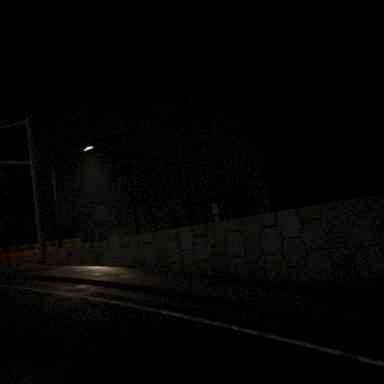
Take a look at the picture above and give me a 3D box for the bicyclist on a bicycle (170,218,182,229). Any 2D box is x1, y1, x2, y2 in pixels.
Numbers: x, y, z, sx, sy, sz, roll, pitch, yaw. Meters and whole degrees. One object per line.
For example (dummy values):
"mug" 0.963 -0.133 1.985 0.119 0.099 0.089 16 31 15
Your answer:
"bicyclist on a bicycle" -1.309 2.907 27.266 1.656 1.620 0.582 -14 -8 36

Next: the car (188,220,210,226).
"car" 1.238 4.431 42.773 2.128 1.511 4.902 -13 -8 36
